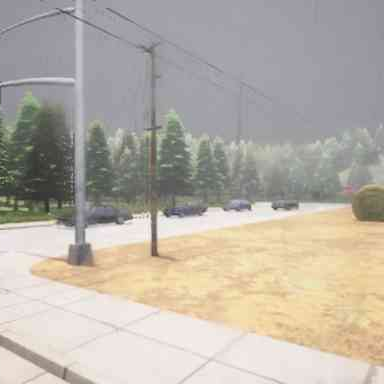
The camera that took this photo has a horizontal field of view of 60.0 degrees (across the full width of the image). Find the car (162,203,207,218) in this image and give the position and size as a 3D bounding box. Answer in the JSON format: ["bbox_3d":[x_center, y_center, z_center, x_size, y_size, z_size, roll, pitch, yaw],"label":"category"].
[{"bbox_3d":[-0.642,1.665,30.797,1.895,1.301,4.718,0,0,37],"label":"car"}]

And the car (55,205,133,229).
[{"bbox_3d":[-6.517,1.638,22.887,2.033,1.411,5.357,0,0,37],"label":"car"}]

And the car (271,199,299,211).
[{"bbox_3d":[11.499,1.550,40.947,2.033,1.411,5.357,0,0,37],"label":"car"}]

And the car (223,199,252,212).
[{"bbox_3d":[5.380,1.562,38.881,1.812,1.442,4.674,0,0,37],"label":"car"}]
